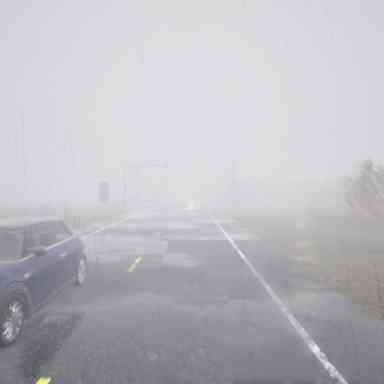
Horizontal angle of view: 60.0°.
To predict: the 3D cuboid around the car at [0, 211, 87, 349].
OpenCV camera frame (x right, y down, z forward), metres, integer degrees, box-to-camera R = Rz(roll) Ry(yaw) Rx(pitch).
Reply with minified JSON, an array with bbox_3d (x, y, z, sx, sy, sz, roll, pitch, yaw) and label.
[{"bbox_3d":[-3.599,1.332,6.190,2.097,1.767,4.553,0,0,0],"label":"car"}]
